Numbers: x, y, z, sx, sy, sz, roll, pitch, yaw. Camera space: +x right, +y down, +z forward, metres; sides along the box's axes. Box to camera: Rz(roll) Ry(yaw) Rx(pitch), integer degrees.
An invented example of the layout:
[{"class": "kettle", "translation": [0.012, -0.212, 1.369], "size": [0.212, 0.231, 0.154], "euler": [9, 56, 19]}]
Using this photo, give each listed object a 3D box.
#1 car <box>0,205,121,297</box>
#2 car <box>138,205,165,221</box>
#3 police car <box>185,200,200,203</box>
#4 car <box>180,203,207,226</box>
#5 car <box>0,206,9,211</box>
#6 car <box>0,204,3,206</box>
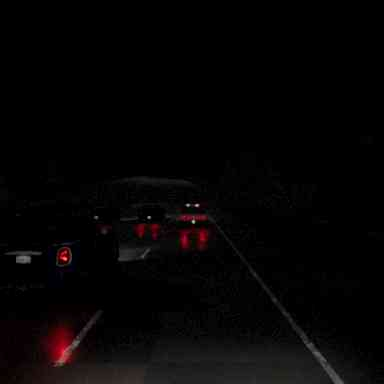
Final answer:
[{"class": "car", "translation": [-3.399, 1.395, 8.846], "size": [2.097, 1.767, 4.553], "euler": [0, 0, 0]}, {"class": "car", "translation": [-3.397, 1.740, 28.642], "size": [1.895, 1.301, 4.718], "euler": [0, 0, 0]}, {"class": "police car", "translation": [0.100, 1.769, 41.566], "size": [2.038, 1.542, 4.974], "euler": [0, -1, 0]}, {"class": "car", "translation": [0.102, 1.720, 24.509], "size": [1.895, 1.301, 4.718], "euler": [0, 0, 0]}, {"class": "car", "translation": [-10.399, 1.651, 17.830], "size": [1.994, 1.385, 4.181], "euler": [0, 0, 0]}, {"class": "car", "translation": [-21.002, 1.787, 34.359], "size": [1.895, 1.301, 4.718], "euler": [0, -1, 0]}]
